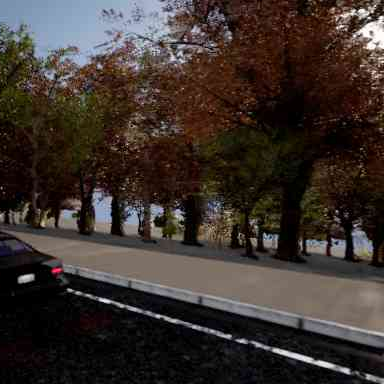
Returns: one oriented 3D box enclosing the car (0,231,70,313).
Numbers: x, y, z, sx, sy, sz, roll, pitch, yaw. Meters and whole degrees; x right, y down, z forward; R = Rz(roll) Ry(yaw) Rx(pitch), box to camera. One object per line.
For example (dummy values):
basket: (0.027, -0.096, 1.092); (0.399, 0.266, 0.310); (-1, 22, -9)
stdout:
car: (-4.891, 1.532, 7.171); (5.357, 1.411, 2.033); (0, 0, 36)
